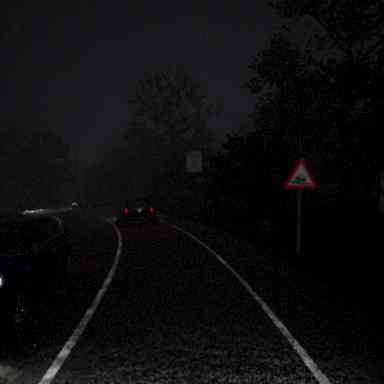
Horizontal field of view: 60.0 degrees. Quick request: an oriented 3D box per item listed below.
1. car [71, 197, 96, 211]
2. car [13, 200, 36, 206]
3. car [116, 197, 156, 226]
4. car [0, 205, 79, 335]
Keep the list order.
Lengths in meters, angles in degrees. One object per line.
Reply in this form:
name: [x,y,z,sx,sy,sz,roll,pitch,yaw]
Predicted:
car: [-12.863,1.328,39.206,2.128,1.511,4.902,-4,2,-36]
car: [-22.812,1.859,45.240,4.181,1.385,1.994,-3,2,43]
car: [-3.883,1.146,22.328,2.097,1.767,4.553,-2,1,-18]
car: [-3.900,1.323,6.555,2.097,1.767,4.553,-1,0,-6]
